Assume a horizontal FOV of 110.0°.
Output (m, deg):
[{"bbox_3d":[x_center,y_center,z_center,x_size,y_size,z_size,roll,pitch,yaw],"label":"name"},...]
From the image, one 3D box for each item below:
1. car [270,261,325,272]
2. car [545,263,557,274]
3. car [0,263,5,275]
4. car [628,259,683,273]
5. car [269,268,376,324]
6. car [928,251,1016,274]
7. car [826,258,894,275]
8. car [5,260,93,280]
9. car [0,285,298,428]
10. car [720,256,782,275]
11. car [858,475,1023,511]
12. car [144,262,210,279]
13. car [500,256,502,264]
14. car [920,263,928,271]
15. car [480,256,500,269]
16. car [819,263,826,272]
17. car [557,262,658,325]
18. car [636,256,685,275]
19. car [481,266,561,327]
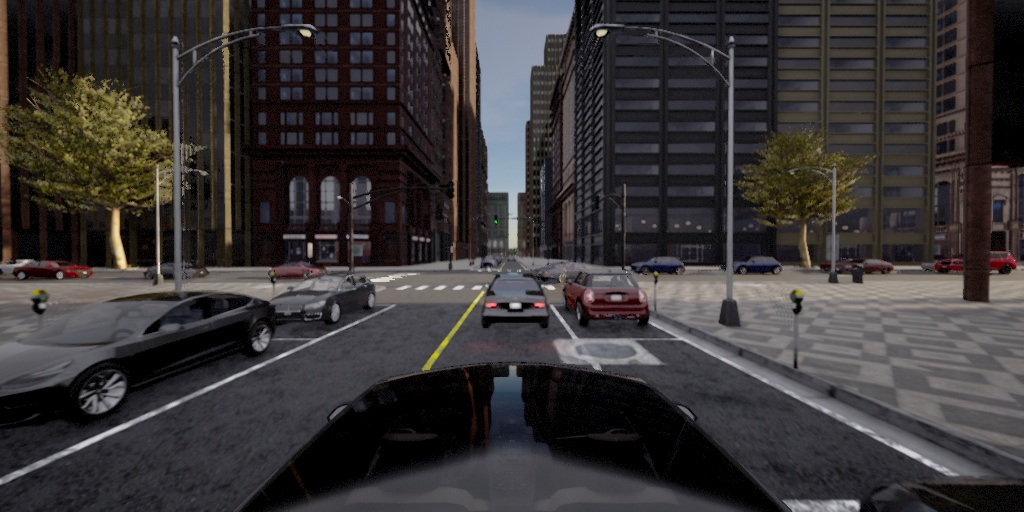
[{"bbox_3d":[-17.470,1.142,29.492,4.181,1.385,1.994,0,1,0],"label":"car"},{"bbox_3d":[3.982,1.125,25.263,5.357,1.411,2.033,-1,1,-34],"label":"car"},{"bbox_3d":[-49.761,1.191,32.856,4.181,1.385,1.994,0,1,0],"label":"car"},{"bbox_3d":[14.455,1.013,36.265,4.718,1.301,1.895,0,1,-3],"label":"car"},{"bbox_3d":[-5.765,1.223,11.408,2.007,1.370,4.403,0,0,0],"label":"car"},{"bbox_3d":[42.628,0.614,33.038,5.566,2.045,2.150,-1,1,0],"label":"car"},{"bbox_3d":[32.335,0.941,33.050,4.674,1.442,1.812,0,1,0],"label":"car"},{"bbox_3d":[-37.583,1.113,29.452,5.008,1.535,1.882,0,1,0],"label":"car"},{"bbox_3d":[-5.764,1.283,5.772,1.948,1.339,4.313,0,0,0],"label":"car"},{"bbox_3d":[22.057,0.790,33.030,4.553,1.767,2.097,0,1,0],"label":"car"},{"bbox_3d":[2.762,1.328,0.140,1.948,1.339,4.313,0,0,0],"label":"car"},{"bbox_3d":[-27.477,1.171,29.472,4.181,1.385,1.994,0,1,0],"label":"car"},{"bbox_3d":[-3.084,0.889,57.677,1.994,1.385,4.181,0,0,0],"label":"car"},{"bbox_3d":[44.569,0.952,36.281,4.718,1.301,1.895,0,1,0],"label":"car"},{"bbox_3d":[-3.064,0.748,47.716,2.097,1.767,4.553,0,0,0],"label":"car"},{"bbox_3d":[34.054,0.971,36.303,4.718,1.301,1.895,0,1,0],"label":"car"},{"bbox_3d":[2.760,1.112,11.411,1.967,1.591,4.097,0,0,0],"label":"car"},{"bbox_3d":[13.341,0.809,33.010,4.553,1.767,2.097,0,1,0],"label":"car"},{"bbox_3d":[0.087,1.222,11.111,2.033,1.411,5.357,0,0,0],"label":"car"}]
